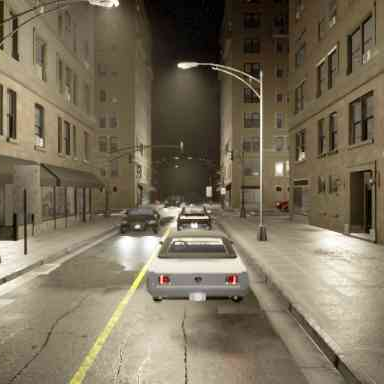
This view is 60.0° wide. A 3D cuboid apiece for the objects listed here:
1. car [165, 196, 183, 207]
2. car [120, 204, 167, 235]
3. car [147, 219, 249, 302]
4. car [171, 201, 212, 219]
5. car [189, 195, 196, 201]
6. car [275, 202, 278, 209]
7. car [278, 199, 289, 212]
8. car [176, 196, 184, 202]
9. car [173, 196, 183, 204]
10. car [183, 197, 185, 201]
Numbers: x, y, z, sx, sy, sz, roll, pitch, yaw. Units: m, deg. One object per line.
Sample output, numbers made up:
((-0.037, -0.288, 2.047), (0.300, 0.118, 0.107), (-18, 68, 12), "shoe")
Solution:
((-2.825, 1.397, 48.966), (2.097, 1.767, 4.553), (0, 0, 0), "car")
((-2.747, 1.572, 18.815), (1.994, 1.385, 4.181), (0, 0, 0), "car")
((0.108, 1.602, 8.216), (1.895, 1.301, 4.718), (0, 0, 0), "car")
((0.109, 1.500, 19.254), (2.128, 1.511, 4.902), (0, 0, 0), "car")
((0.034, 1.647, 90.643), (2.128, 1.511, 4.902), (0, 0, 0), "car")
((12.282, 1.352, 38.520), (5.009, 1.841, 2.192), (0, 0, 0), "car")
((12.250, 1.531, 35.983), (4.892, 1.490, 1.837), (0, 0, 0), "car")
((-2.720, 1.614, 77.933), (1.812, 1.442, 4.674), (0, 0, 0), "car")
((-2.742, 1.580, 67.645), (1.837, 1.490, 4.892), (0, 0, 1), "car")
((-2.808, 1.551, 58.177), (2.128, 1.511, 4.902), (0, 0, 0), "car")
